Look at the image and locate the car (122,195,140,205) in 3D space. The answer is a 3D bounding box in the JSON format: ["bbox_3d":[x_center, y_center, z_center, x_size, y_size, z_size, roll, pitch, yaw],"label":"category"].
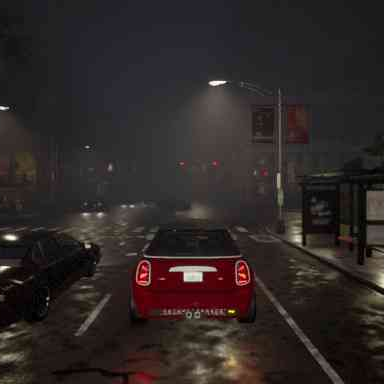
[{"bbox_3d":[-11.216,1.600,59.845,1.895,1.301,4.718,0,0,0],"label":"car"}]

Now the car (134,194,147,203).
[{"bbox_3d":[-11.295,1.355,72.946,2.097,1.767,4.553,0,0,-1],"label":"car"}]

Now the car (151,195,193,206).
[{"bbox_3d":[-2.266,1.477,39.177,1.882,1.535,5.008,-1,1,-43],"label":"car"}]

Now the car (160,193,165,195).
[{"bbox_3d":[-7.807,1.225,74.094,2.150,2.045,5.566,0,0,-1],"label":"car"}]

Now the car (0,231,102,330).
[{"bbox_3d":[-3.494,1.547,7.141,2.033,1.411,5.357,0,0,0],"label":"car"}]

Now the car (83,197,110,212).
[{"bbox_3d":[-11.009,1.352,38.601,2.097,1.767,4.553,0,0,-1],"label":"car"}]

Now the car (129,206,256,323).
[{"bbox_3d":[0.006,1.352,7.348,2.097,1.767,4.553,0,0,0],"label":"car"}]

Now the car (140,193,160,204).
[{"bbox_3d":[-7.724,1.219,61.441,2.150,2.045,5.566,0,0,0],"label":"car"}]
